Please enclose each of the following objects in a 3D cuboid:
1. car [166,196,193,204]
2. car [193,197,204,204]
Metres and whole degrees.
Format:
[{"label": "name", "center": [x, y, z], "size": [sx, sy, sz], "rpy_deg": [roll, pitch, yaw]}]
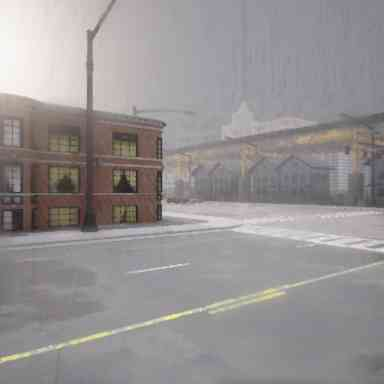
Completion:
[{"label": "car", "center": [-2.661, 1.432, 59.385], "size": [2.033, 1.411, 5.357], "rpy_deg": [0, 0, -35]}, {"label": "car", "center": [0.172, 1.480, 61.441], "size": [1.895, 1.301, 4.718], "rpy_deg": [0, 0, -35]}]
